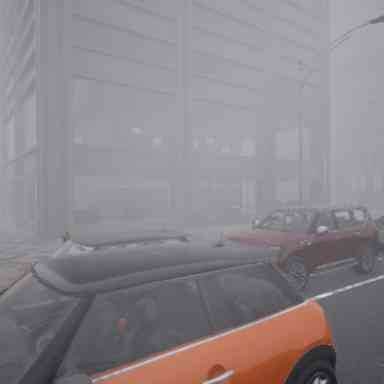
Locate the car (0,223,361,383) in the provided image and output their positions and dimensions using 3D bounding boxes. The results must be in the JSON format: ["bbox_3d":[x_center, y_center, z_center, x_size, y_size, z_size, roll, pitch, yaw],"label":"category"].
[{"bbox_3d":[-0.831,1.347,2.784,4.553,1.767,2.097,0,0,-36],"label":"car"}]

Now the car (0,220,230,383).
[{"bbox_3d":[-1.570,1.430,5.533,4.097,1.590,1.967,0,0,-36],"label":"car"}]

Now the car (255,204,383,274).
[{"bbox_3d":[3.014,1.276,8.812,5.009,1.841,2.192,0,0,-36],"label":"car"}]
